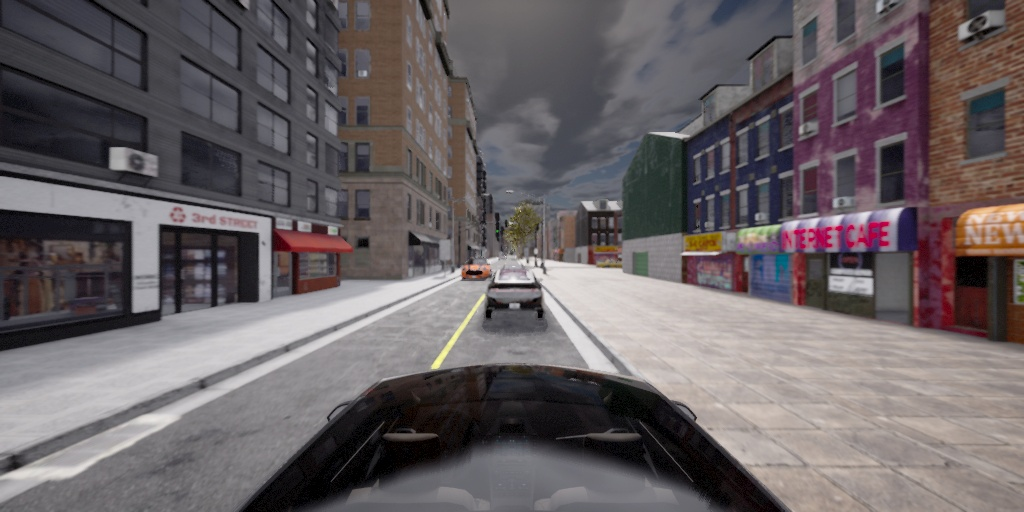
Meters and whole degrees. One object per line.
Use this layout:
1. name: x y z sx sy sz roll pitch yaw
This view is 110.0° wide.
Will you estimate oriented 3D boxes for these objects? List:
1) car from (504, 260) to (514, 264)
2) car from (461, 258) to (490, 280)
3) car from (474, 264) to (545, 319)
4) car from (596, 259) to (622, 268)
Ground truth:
1. car: 0.094 1.214 27.247 1.895 1.301 4.718 0 0 0
2. car: -2.819 0.955 28.915 2.097 1.767 4.553 0 0 0
3. car: 0.085 1.186 12.529 2.128 1.511 4.902 0 0 0
4. car: 13.911 1.068 48.790 4.829 1.417 1.751 0 0 0
